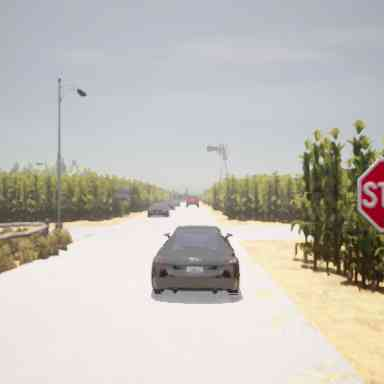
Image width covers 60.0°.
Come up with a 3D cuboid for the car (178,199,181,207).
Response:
[{"bbox_3d":[-3.122,2.020,61.613,2.128,1.511,4.902,0,-1,0],"label":"car"}]

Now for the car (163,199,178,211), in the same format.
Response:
[{"bbox_3d":[-3.184,1.686,44.330,1.837,1.490,4.892,0,0,0],"label":"car"}]

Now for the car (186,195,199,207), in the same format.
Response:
[{"bbox_3d":[0.111,1.668,58.526,2.150,2.045,5.566,0,-2,0],"label":"car"}]

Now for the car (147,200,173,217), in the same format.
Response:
[{"bbox_3d":[-3.190,1.720,32.578,1.994,1.385,4.181,0,0,0],"label":"car"}]

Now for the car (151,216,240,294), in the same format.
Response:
[{"bbox_3d":[0.155,1.562,8.824,1.994,1.385,4.181,0,0,3],"label":"car"}]

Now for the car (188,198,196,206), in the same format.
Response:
[{"bbox_3d":[0.016,2.243,74.329,1.882,1.535,5.008,0,-1,0],"label":"car"}]
